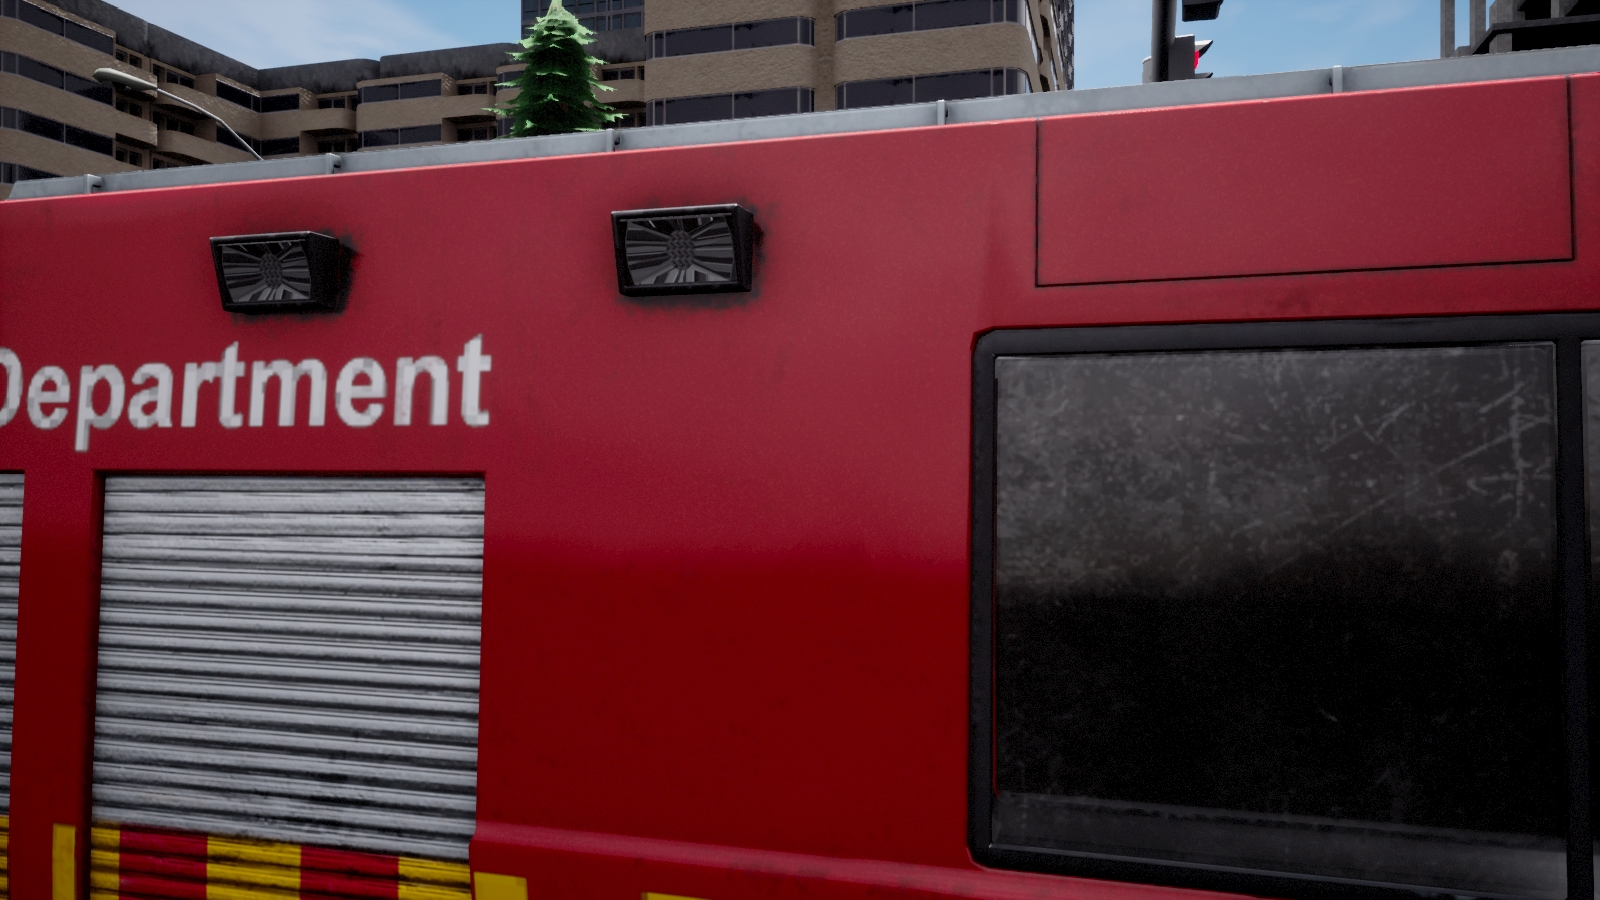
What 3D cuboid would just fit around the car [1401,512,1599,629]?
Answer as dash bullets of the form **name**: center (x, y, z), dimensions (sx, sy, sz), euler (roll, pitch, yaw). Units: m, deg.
- **car**: center (12.484, 2.037, 20.491), dimensions (2.038, 1.542, 4.974), euler (0, 0, 16)
